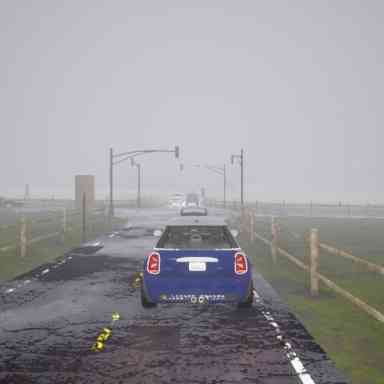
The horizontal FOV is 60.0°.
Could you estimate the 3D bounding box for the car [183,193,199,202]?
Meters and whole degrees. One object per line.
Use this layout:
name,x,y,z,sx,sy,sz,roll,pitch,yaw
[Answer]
car,0.056,1.235,58.868,2.150,2.045,5.566,0,0,1

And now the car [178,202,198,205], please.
car,0.091,1.507,17.234,1.837,1.490,4.892,0,0,0

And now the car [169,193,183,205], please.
car,-2.838,1.237,59.878,2.150,2.045,5.566,0,0,0

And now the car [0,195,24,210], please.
car,-21.053,1.112,36.349,5.008,1.535,1.882,1,0,0

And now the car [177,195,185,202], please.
car,-2.700,1.549,80.242,1.812,1.442,4.674,0,0,0

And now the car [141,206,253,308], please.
car,0.096,1.353,8.068,2.097,1.767,4.553,0,0,0

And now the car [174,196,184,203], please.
car,-2.733,1.615,69.899,1.895,1.301,4.718,0,0,0
